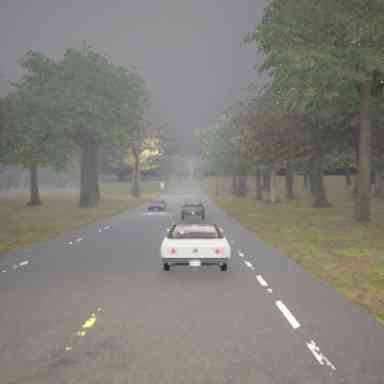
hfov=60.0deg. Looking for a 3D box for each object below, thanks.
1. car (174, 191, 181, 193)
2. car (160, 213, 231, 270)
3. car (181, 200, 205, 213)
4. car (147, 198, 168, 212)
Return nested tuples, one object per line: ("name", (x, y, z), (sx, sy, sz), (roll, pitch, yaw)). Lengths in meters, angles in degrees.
("car", (-3.510, 0.057, 78.098), (1.994, 1.385, 4.181), (0, 2, 0))
("car", (0.092, 1.586, 10.973), (1.895, 1.301, 4.718), (0, 0, 0))
("car", (0.090, 1.387, 27.666), (2.128, 1.511, 4.902), (0, 1, 0))
("car", (-3.598, 1.312, 35.753), (2.033, 1.411, 5.357), (0, 1, 0))
